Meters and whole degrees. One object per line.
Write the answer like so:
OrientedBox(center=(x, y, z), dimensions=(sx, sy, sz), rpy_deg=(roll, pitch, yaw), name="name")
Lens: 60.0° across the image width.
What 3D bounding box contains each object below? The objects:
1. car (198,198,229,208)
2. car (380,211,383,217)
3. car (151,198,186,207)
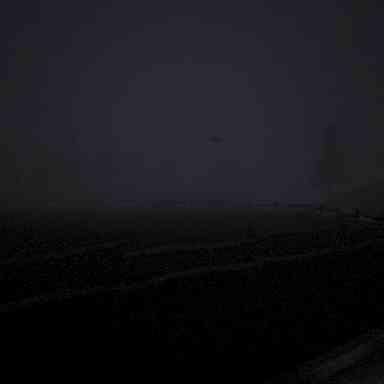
OrientedBox(center=(3.236, 1.675, 51.118), dimensions=(4.892, 1.490, 1.837), rpy_deg=(0, 0, 30), name="car")
OrientedBox(center=(16.555, 1.749, 25.302), dimensions=(1.895, 1.301, 4.718), rpy_deg=(0, 0, -4), name="car")
OrientedBox(center=(-3.587, 1.686, 50.650), dimensions=(5.357, 1.411, 2.033), rpy_deg=(0, 0, 18), name="car")
